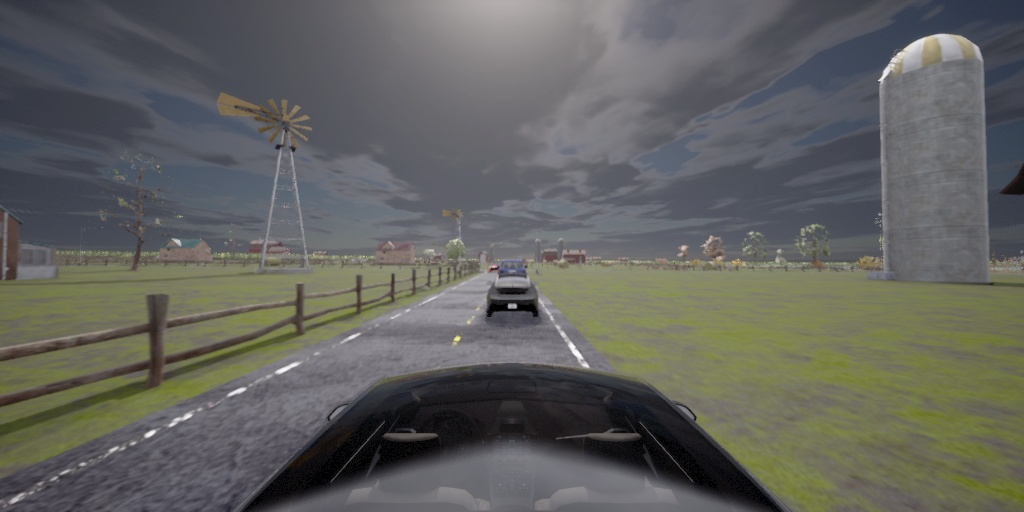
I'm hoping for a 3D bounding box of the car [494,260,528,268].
[{"bbox_3d":[0.023,1.312,28.006,2.150,2.045,5.566,0,0,0],"label":"car"}]

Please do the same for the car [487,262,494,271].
[{"bbox_3d":[-2.815,1.813,58.043,2.097,1.767,4.553,0,-1,1],"label":"car"}]

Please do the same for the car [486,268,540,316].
[{"bbox_3d":[0.042,1.418,14.139,1.837,1.490,4.892,0,0,1],"label":"car"}]
